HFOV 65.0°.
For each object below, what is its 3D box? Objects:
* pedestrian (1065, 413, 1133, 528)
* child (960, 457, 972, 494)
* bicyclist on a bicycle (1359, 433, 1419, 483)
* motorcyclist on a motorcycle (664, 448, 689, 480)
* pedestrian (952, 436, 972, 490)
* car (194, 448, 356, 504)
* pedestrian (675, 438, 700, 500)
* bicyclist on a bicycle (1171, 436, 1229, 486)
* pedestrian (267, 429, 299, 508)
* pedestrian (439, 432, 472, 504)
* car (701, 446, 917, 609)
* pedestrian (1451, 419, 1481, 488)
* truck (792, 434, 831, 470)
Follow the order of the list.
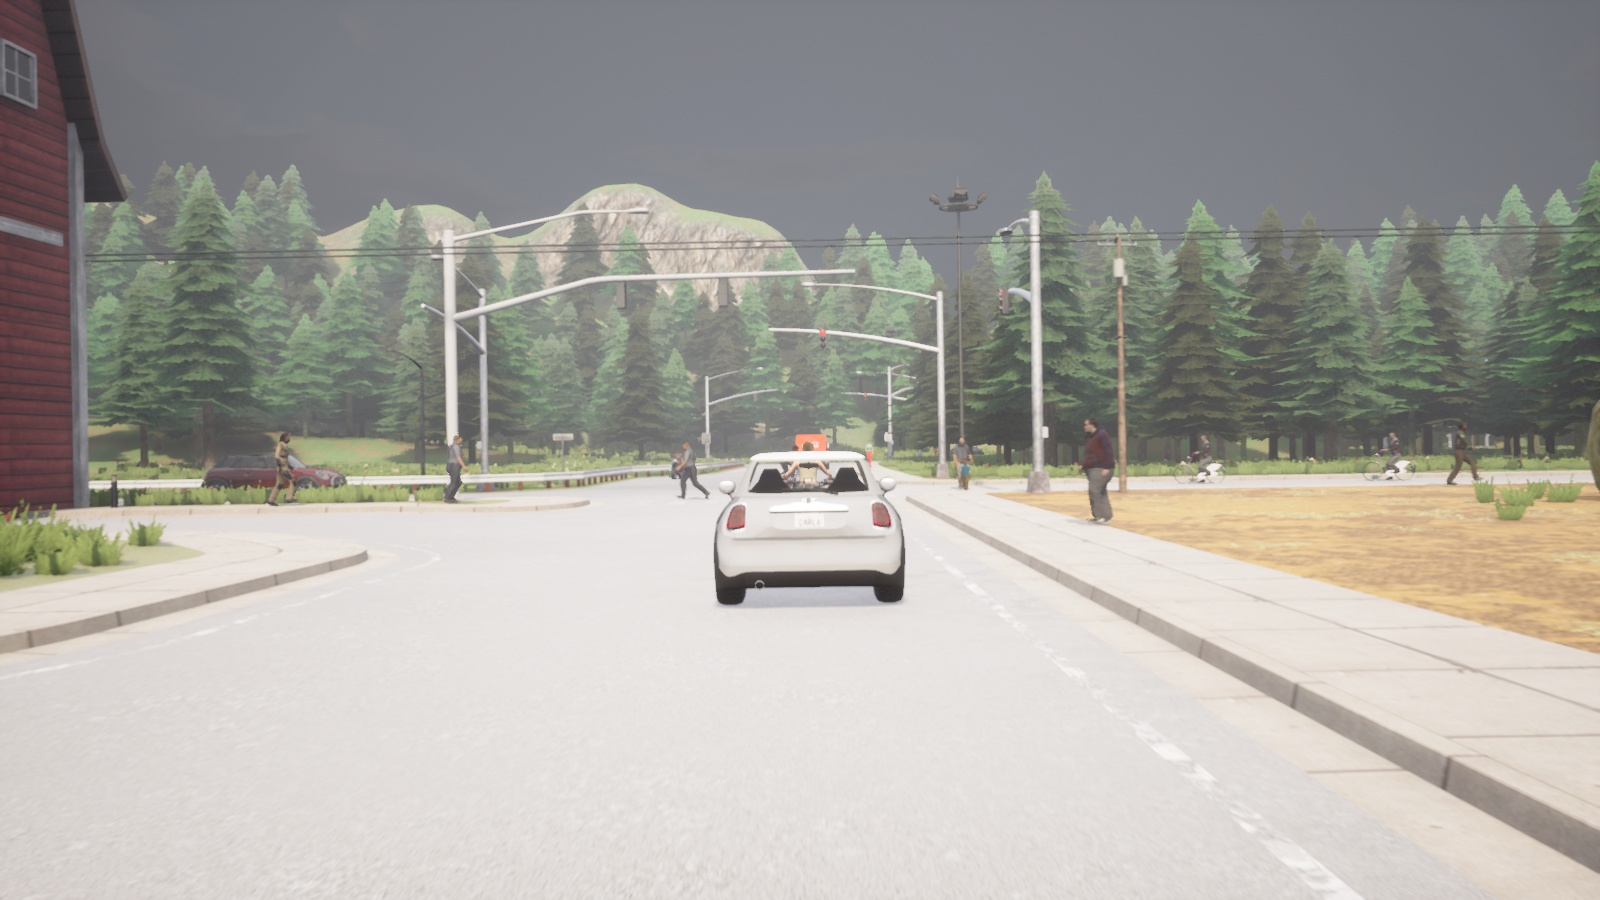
[{"bbox_3d":[4.909,0.329,20.659,0.899,1.844,0.634,-1,0,-5],"label":"pedestrian"},{"bbox_3d":[5.444,0.830,41.146,0.343,1.192,0.448,-1,0,10],"label":"child"},{"bbox_3d":[21.109,0.292,45.025,1.843,1.776,0.659,-1,0,1],"label":"bicyclist on a bicycle"},{"bbox_3d":[-6.417,0.724,65.438,0.766,1.649,2.350,0,0,8],"label":"motorcyclist on a motorcycle"},{"bbox_3d":[5.605,0.446,43.433,0.540,1.848,0.694,-1,0,-1],"label":"pedestrian"},{"bbox_3d":[-17.692,0.856,42.466,4.553,1.767,2.097,-1,0,1],"label":"car"},{"bbox_3d":[-3.365,0.568,37.575,0.694,1.848,0.540,-1,0,-2],"label":"pedestrian"},{"bbox_3d":[14.387,0.391,45.188,1.843,1.776,0.659,-1,0,1],"label":"bicyclist on a bicycle"},{"bbox_3d":[-12.863,0.452,31.259,0.692,1.930,0.396,-1,0,-18],"label":"pedestrian"},{"bbox_3d":[-9.025,0.457,32.855,0.694,1.848,0.540,-1,0,-30],"label":"pedestrian"},{"bbox_3d":[0.084,0.713,13.525,1.970,1.475,3.806,-1,0,0],"label":"car"},{"bbox_3d":[18.727,0.104,35.323,0.692,1.930,0.395,-1,0,26],"label":"pedestrian"},{"bbox_3d":[0.855,0.147,89.724,2.627,2.467,5.204,-1,0,2],"label":"truck"}]
